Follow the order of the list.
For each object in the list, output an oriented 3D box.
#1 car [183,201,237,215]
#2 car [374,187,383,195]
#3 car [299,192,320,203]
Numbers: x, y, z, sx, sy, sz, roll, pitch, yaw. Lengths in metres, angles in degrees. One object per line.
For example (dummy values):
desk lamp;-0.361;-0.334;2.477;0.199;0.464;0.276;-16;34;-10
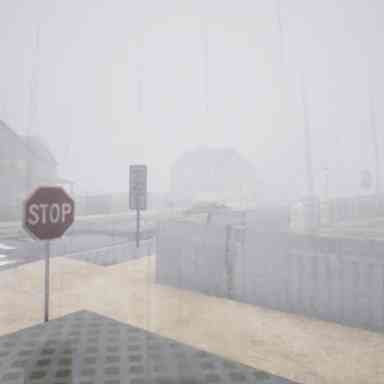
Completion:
car;1.264;1.284;20.912;1.994;1.385;4.181;2;2;37
car;45.473;-0.283;80.352;2.150;2.045;5.566;2;2;37
car;16.146;0.724;45.532;1.812;1.442;4.674;2;2;37
